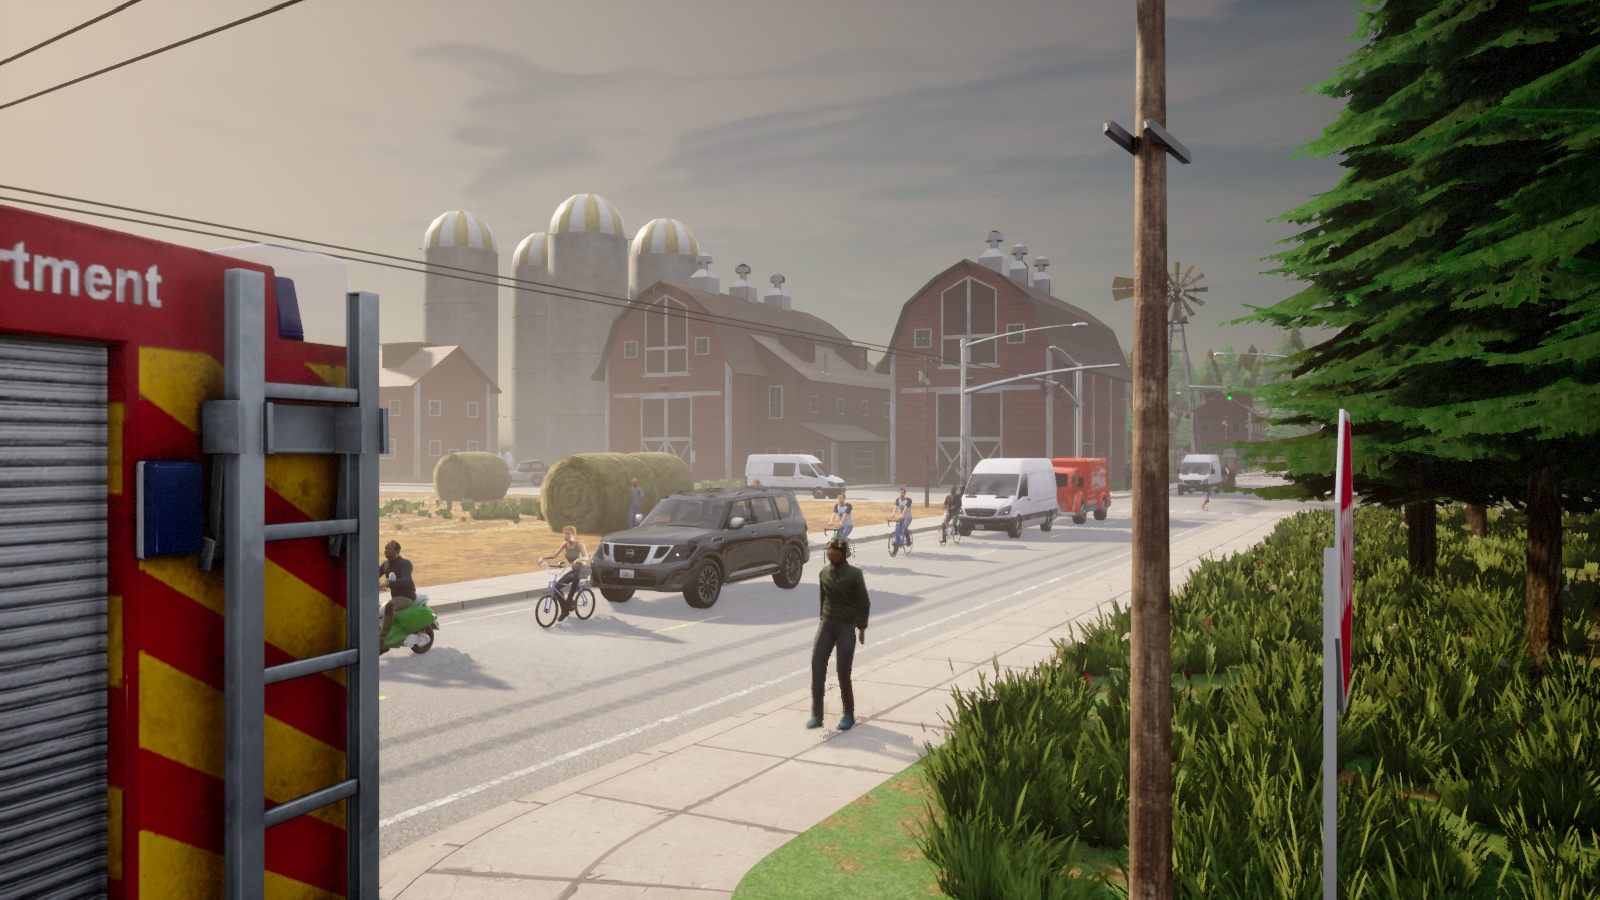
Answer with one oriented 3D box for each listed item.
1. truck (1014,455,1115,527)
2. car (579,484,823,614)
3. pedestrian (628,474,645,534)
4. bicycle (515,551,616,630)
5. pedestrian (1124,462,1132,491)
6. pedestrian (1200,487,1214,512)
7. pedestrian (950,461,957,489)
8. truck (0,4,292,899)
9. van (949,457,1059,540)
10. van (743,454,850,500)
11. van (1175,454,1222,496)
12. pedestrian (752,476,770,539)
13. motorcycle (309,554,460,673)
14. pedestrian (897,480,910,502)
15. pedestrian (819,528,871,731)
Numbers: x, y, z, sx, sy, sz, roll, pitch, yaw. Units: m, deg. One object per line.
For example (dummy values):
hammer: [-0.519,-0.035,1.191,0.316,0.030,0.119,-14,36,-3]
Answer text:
truck: [10.583,1.543,45.408,2.627,2.467,5.204,0,2,28]
car: [-1.731,1.779,22.468,2.150,2.045,5.566,0,0,27]
pedestrian: [-5.122,1.677,35.742,0.375,1.860,0.375,0,0,28]
bicycle: [-3.806,2.256,18.624,0.859,1.080,1.487,0,0,28]
pedestrian: [20.965,1.694,73.103,0.375,1.860,0.375,0,0,39]
pedestrian: [18.393,2.220,51.664,0.500,1.100,0.500,0,0,32]
pedestrian: [10.398,1.703,77.457,0.375,1.860,0.375,0,0,30]
truck: [-6.045,0.867,3.698,8.468,3.827,2.891,0,0,21]
van: [7.076,1.534,38.974,1.988,2.561,5.915,0,0,28]
van: [-0.224,1.504,65.692,5.915,2.561,1.988,0,0,27]
van: [25.711,1.534,73.539,1.988,2.561,5.915,0,0,28]
pedestrian: [-1.160,1.695,33.783,0.375,1.860,0.375,0,0,37]
motorcycle: [-5.546,2.142,15.355,0.856,1.316,1.805,0,0,28]
pedestrian: [5.174,2.049,57.218,0.500,1.100,0.500,0,0,29]
pedestrian: [0.429,1.696,10.915,0.375,1.860,0.375,0,0,28]
